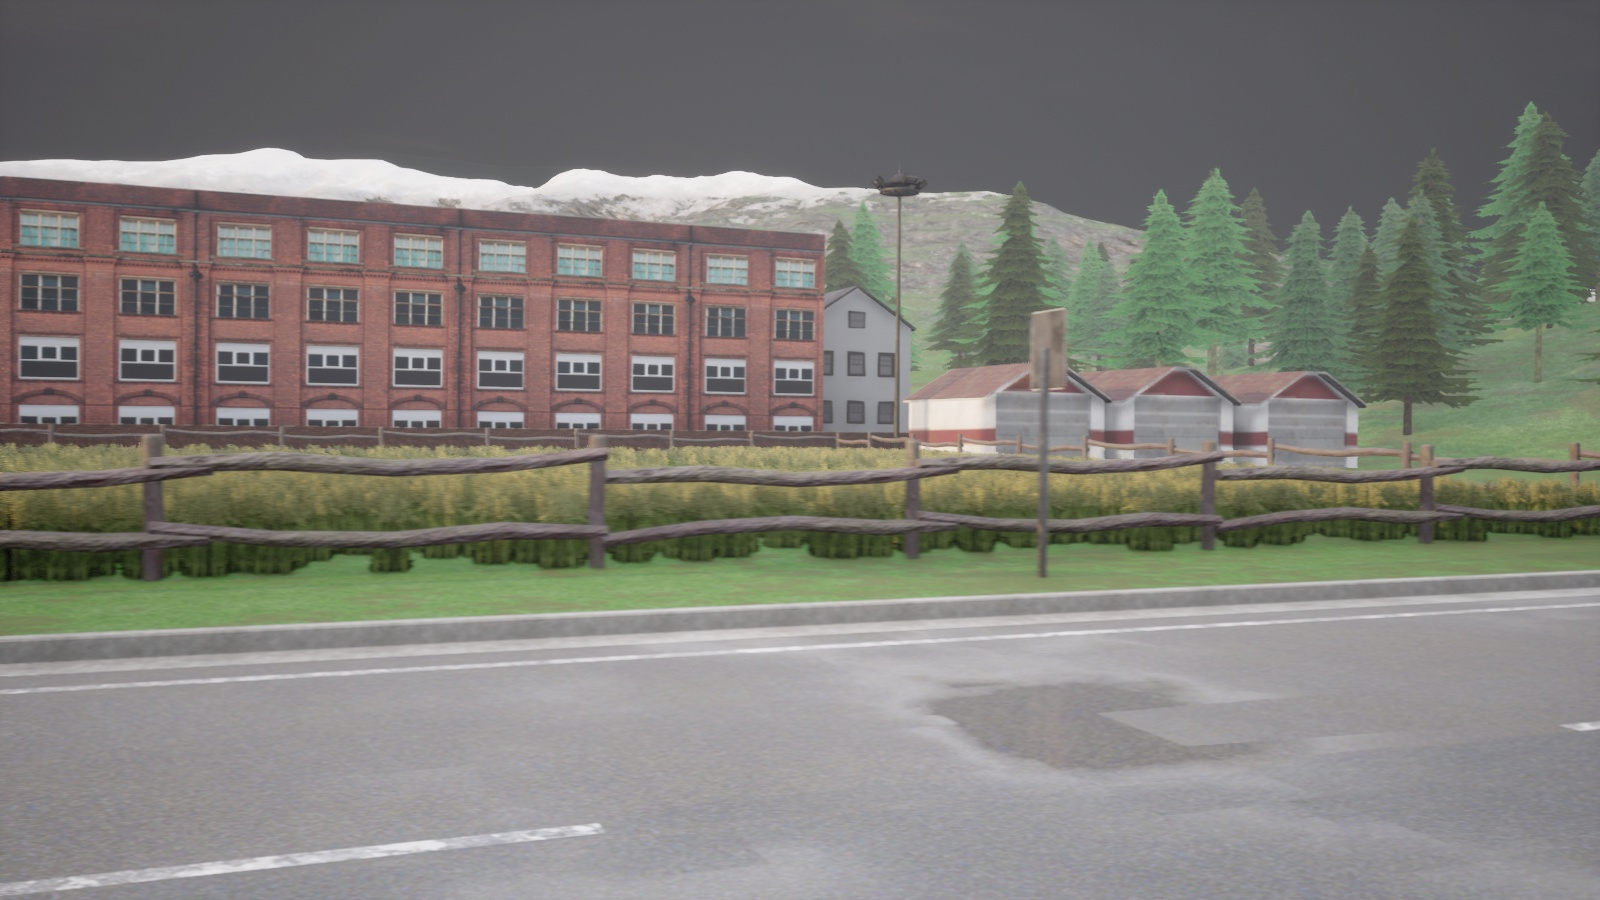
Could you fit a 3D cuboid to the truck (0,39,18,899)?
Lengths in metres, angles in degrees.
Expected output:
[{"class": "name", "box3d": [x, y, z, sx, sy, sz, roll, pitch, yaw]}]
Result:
[{"class": "truck", "box3d": [-5.627, -0.142, 1.091, 7.936, 3.462, 2.891, -1, 1, -21]}]
